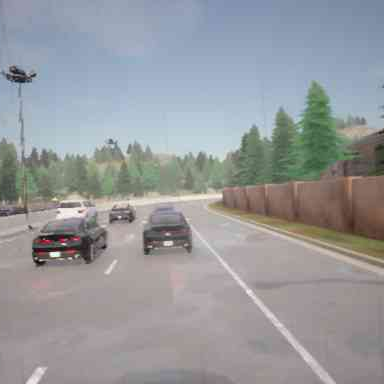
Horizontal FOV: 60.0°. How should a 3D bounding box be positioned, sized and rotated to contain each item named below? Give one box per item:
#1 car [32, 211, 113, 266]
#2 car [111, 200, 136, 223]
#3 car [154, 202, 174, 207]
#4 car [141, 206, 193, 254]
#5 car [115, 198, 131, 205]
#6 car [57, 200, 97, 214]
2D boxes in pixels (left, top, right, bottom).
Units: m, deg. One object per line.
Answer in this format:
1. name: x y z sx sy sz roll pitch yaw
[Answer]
1. car: -4.446 1.710 12.685 1.837 1.490 4.892 -3 0 -5
2. car: -5.875 1.773 28.435 2.128 1.511 4.902 -3 0 -5
3. car: -2.490 1.658 29.796 1.812 1.442 4.674 -3 0 -5
4. car: -1.052 1.561 14.010 1.837 1.490 4.892 -3 0 -5
5. car: -16.088 2.169 78.043 1.812 1.442 4.674 -3 0 15
6. car: -9.286 1.652 27.192 2.150 2.045 5.566 -3 0 -5
